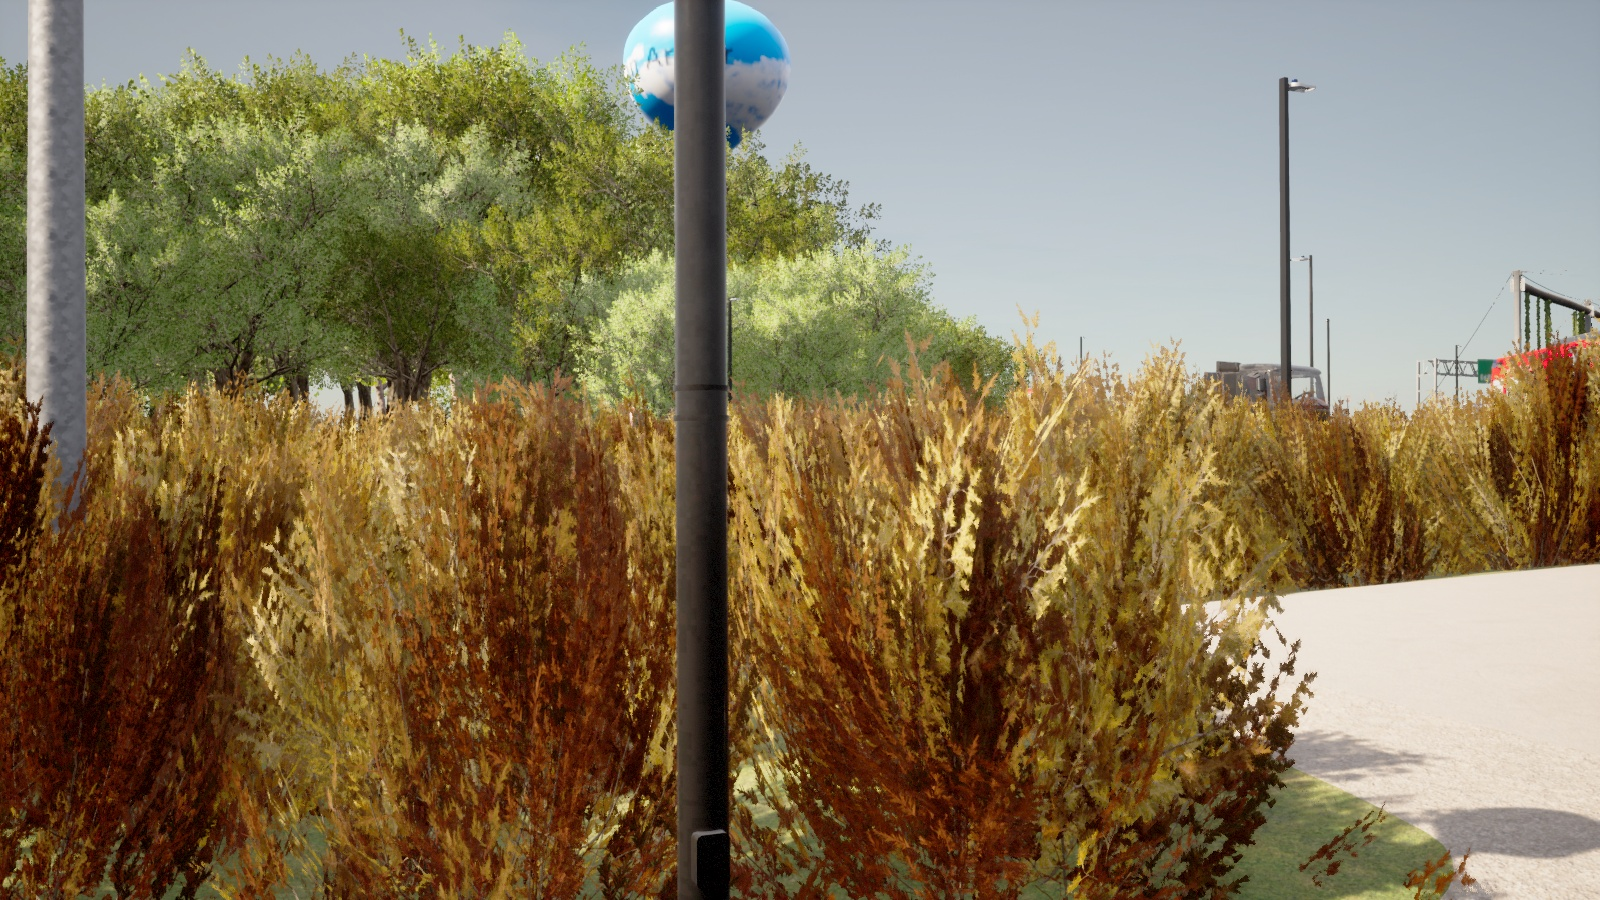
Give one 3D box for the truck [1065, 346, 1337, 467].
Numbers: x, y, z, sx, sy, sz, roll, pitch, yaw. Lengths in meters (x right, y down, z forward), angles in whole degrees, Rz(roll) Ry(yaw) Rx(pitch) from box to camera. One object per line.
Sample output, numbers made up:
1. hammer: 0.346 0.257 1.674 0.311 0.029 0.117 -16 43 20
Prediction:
1. truck: 12.520 -1.217 39.986 2.891 3.462 7.936 -1 0 -38
